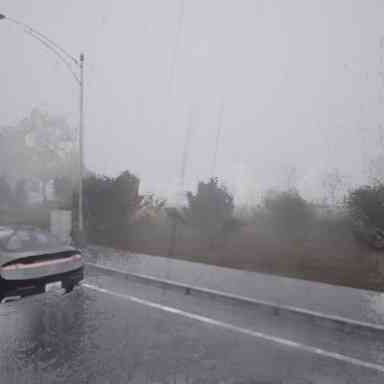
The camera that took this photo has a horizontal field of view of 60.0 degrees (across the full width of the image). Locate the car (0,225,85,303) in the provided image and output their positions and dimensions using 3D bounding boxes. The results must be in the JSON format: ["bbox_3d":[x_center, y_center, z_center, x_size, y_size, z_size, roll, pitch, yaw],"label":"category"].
[{"bbox_3d":[-4.418,1.505,7.579,4.902,1.511,2.128,0,0,39],"label":"car"}]
